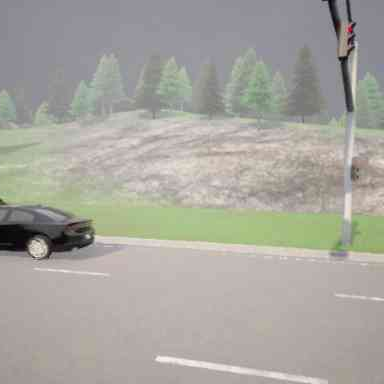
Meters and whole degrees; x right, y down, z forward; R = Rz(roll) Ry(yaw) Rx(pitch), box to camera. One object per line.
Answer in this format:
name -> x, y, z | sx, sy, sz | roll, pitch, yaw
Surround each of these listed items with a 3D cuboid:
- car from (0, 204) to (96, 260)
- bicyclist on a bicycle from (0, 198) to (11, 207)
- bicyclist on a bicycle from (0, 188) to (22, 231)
car -> -5.603, 1.131, 10.605 | 5.008, 1.535, 1.882 | 2, 1, 10
bicyclist on a bicycle -> -8.081, 0.928, 13.295 | 1.656, 1.620, 0.582 | -19, 59, -39
bicyclist on a bicycle -> -8.843, 0.841, 15.114 | 0.582, 1.656, 1.620 | 1, 19, 28
